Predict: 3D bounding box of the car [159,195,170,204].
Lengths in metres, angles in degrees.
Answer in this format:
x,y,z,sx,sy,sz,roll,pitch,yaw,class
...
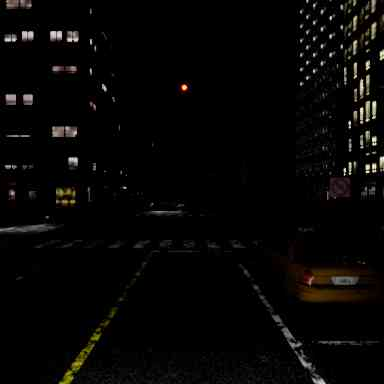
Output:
x,y,z,sx,sy,sz,roll,pitch,yaw,class
-5.613,1.496,68.054,1.967,1.590,4.097,0,0,0,car

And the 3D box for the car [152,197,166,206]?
x,y,z,sx,sy,sz,roll,pitch,yaw,class
-5.626,1.588,57.001,2.008,1.369,4.403,0,0,0,car

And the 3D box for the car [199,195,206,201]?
x,y,z,sx,sy,sz,roll,pitch,yaw,class
2.794,1.625,90.321,1.752,1.417,4.829,0,0,0,car

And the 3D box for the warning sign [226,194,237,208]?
x,y,z,sx,sy,sz,roll,pitch,yaw,class
5.124,1.135,43.665,1.300,1.860,1.060,0,0,0,warning sign

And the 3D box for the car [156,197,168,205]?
x,y,z,sx,sy,sz,roll,pitch,yaw,class
-5.619,1.591,62.526,1.887,1.381,4.507,0,0,0,car

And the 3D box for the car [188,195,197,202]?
x,y,z,sx,sy,sz,roll,pitch,yaw,class
0.095,1.531,79.608,2.033,1.411,5.357,0,0,0,car

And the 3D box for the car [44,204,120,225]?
x,y,z,sx,sy,sz,roll,pitch,yaw,class
-8.272,1.656,25.260,5.357,1.411,2.033,-1,0,-27,car

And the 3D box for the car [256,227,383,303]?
x,y,z,sx,sy,sz,roll,pitch,yaw,class
2.696,1.526,8.168,1.752,1.417,4.829,0,0,0,car

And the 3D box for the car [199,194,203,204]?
x,y,z,sx,sy,sz,roll,pitch,yaw,class
2.760,1.362,62.517,2.192,1.841,5.009,0,0,0,car

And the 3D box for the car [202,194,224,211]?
x,y,z,sx,sy,sz,roll,pitch,yaw,class
2.734,1.332,40.411,2.192,1.841,5.009,0,0,0,car

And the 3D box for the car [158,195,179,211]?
x,y,z,sx,sy,sz,roll,pitch,yaw,class
-3.050,1.496,41.695,1.882,1.535,5.008,0,0,0,car

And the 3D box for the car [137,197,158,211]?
x,y,z,sx,sy,sz,roll,pitch,yaw,class
-5.645,1.567,40.421,2.008,1.369,4.403,0,0,0,car

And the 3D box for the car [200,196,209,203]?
x,y,z,sx,sy,sz,roll,pitch,yaw,class
2.774,1.611,73.571,1.887,1.381,4.507,0,0,0,car

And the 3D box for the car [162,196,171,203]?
x,y,z,sx,sy,sz,roll,pitch,yaw,class
-5.606,1.648,73.581,1.802,1.307,4.206,0,0,0,car

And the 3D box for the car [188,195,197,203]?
x,y,z,sx,sy,sz,roll,pitch,yaw,class
0.082,1.536,69.190,1.882,1.535,5.008,0,0,0,car

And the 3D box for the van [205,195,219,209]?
x,y,z,sx,sy,sz,roll,pitch,yaw,class
2.740,1.364,45.937,1.690,1.788,3.998,0,0,0,van

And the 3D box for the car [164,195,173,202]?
x,y,z,sx,sy,sz,roll,pitch,yaw,class
-5.600,1.516,79.107,1.967,1.590,4.097,0,0,0,car

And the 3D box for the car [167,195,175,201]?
x,y,z,sx,sy,sz,roll,pitch,yaw,class
-5.586,1.624,89.991,1.752,1.417,4.829,0,0,0,car

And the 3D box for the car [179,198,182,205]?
x,y,z,sx,sy,sz,roll,pitch,yaw,class
-2.997,1.568,60.267,1.812,1.442,4.674,0,0,0,car
